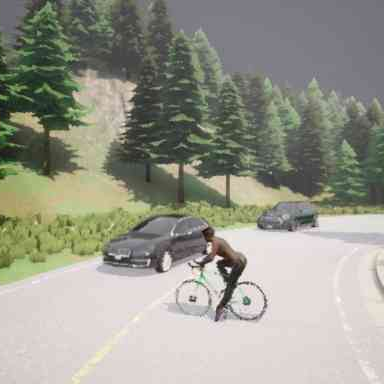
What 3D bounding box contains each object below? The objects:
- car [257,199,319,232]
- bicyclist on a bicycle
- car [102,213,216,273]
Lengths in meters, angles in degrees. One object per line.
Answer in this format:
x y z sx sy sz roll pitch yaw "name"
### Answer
5.837 1.349 20.042 2.097 1.767 4.553 0 0 43 "car"
0.471 1.448 5.873 1.656 1.620 0.582 -2 -1 16 "bicyclist on a bicycle"
-0.816 1.506 10.928 1.837 1.490 4.892 0 -1 28 "car"
